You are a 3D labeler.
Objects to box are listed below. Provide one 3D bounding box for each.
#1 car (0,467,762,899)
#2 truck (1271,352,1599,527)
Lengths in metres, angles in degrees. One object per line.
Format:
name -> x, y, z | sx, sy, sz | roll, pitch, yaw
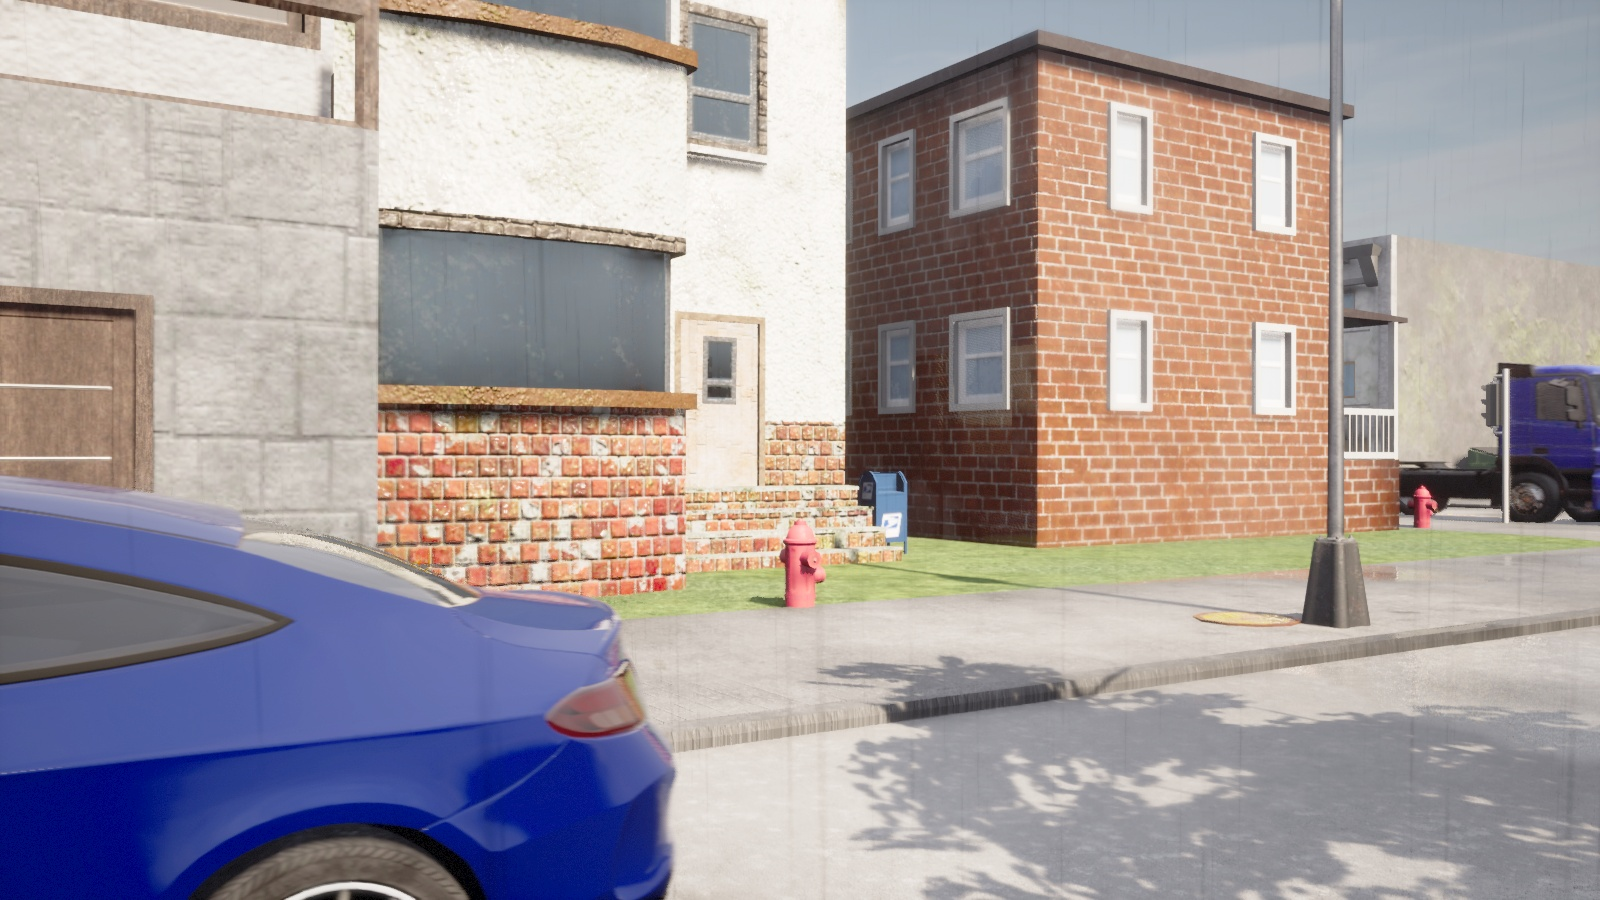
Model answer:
car -> -2.558, 0.782, 2.644 | 4.674, 1.442, 1.812 | 0, 0, -32
truck -> 15.116, -0.199, 28.828 | 2.891, 3.462, 7.936 | 0, 0, -32
